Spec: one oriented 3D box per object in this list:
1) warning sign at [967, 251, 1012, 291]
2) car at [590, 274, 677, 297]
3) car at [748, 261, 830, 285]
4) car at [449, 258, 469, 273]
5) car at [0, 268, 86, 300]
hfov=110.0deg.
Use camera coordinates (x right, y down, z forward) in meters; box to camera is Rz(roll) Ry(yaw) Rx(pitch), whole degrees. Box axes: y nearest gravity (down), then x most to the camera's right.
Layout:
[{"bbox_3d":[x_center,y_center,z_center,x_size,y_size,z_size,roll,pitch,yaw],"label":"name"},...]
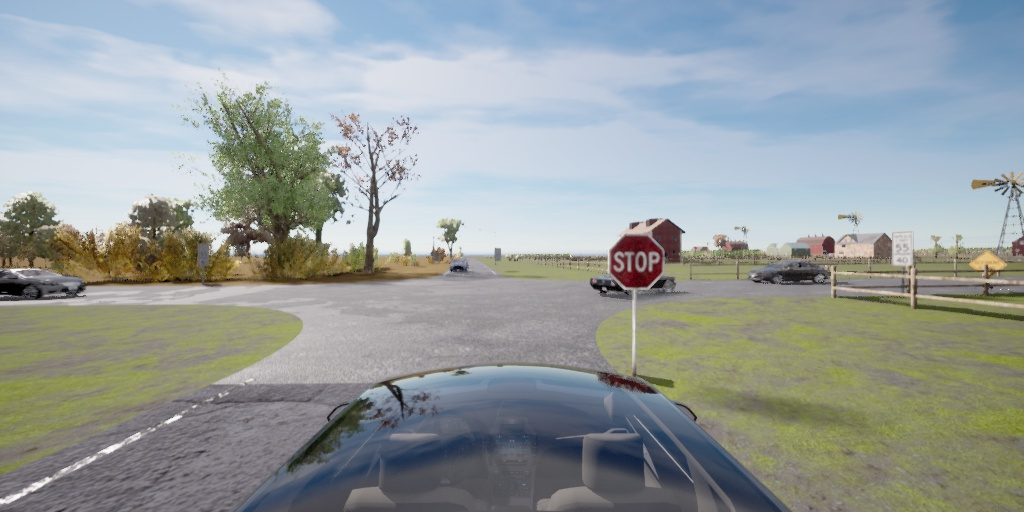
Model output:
[{"bbox_3d":[22.707,0.690,17.090,1.060,1.860,1.300,0,0,-4],"label":"warning sign"},{"bbox_3d":[6.384,1.287,18.567,4.718,1.301,1.895,0,0,-32],"label":"car"},{"bbox_3d":[18.408,1.089,23.952,4.892,1.490,1.837,0,0,-4],"label":"car"},{"bbox_3d":[-6.580,1.100,44.322,2.097,1.767,4.553,0,0,-6],"label":"car"},{"bbox_3d":[-24.876,1.385,18.268,4.902,1.511,2.128,0,0,-1],"label":"car"}]
